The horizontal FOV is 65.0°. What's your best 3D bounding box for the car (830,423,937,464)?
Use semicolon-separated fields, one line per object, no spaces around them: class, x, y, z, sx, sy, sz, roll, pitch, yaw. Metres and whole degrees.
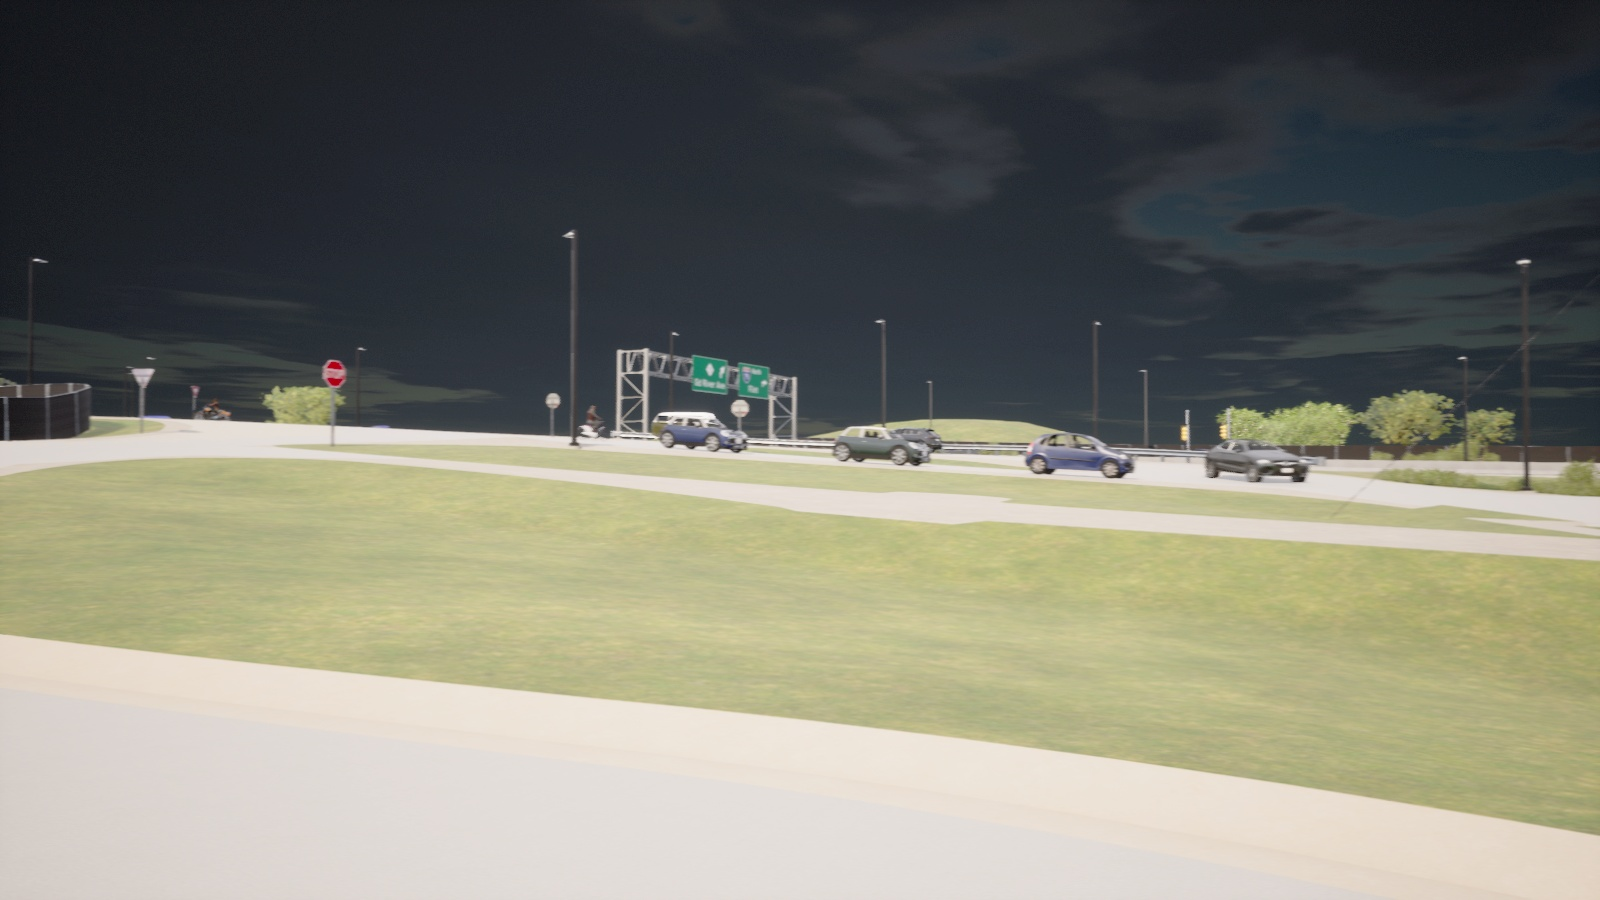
car;3.384;-0.275;50.831;3.806;1.475;1.970;3;1;28

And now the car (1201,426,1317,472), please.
car;18.155;-0.080;49.985;2.152;1.651;5.027;-1;2;-9

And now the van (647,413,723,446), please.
van;-7.578;-1.340;82.676;4.480;2.038;2.069;1;-2;26

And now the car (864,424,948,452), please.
car;6.668;-0.779;79.362;4.856;1.649;2.033;1;0;30

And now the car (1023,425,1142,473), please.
car;10.614;-0.045;47.198;3.988;1.617;1.851;2;0;25

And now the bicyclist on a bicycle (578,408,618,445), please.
bicyclist on a bicycle;-10.047;-1.146;62.436;1.843;1.776;0.659;2;-1;-37

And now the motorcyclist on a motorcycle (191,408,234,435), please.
motorcyclist on a motorcycle;-37.434;-1.837;79.992;2.350;1.649;0.766;1;-1;-1

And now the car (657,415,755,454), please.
car;-4.111;-0.673;54.882;3.806;1.475;1.970;3;1;34
